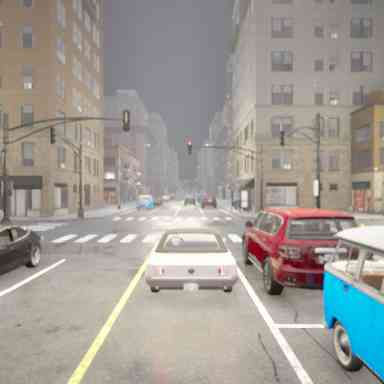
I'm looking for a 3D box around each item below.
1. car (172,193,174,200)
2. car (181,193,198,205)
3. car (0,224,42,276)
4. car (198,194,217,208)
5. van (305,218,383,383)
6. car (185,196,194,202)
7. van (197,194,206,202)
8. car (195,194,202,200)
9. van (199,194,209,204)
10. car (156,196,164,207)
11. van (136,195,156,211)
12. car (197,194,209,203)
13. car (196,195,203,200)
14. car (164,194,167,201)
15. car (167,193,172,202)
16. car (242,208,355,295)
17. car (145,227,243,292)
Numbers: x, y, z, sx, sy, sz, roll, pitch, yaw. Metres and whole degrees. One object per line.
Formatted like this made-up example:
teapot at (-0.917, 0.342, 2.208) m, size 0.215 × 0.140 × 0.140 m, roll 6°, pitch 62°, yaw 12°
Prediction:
car at (-6.026, 1.468, 78.342) m, size 2.008 × 1.369 × 4.403 m, roll 0°, pitch 0°, yaw 0°
car at (-0.353, 1.433, 56.791) m, size 2.128 × 1.511 × 4.902 m, roll 0°, pitch 0°, yaw 0°
car at (-5.445, 1.558, 8.537) m, size 1.947 × 1.339 × 4.313 m, roll 0°, pitch 0°, yaw 0°
car at (2.342, 1.268, 45.973) m, size 2.192 × 1.841 × 5.009 m, roll 0°, pitch 0°, yaw 0°
van at (2.624, 1.338, 3.091) m, size 1.690 × 1.788 × 3.998 m, roll 0°, pitch 0°, yaw 0°
car at (-0.606, 1.515, 75.776) m, size 1.895 × 1.301 × 4.718 m, roll 0°, pitch 0°, yaw 0°
van at (2.096, 1.264, 73.003) m, size 1.690 × 1.788 × 3.998 m, roll 0°, pitch 0°, yaw 0°
car at (1.899, 1.339, 94.627) m, size 1.967 × 1.590 × 4.097 m, roll 0°, pitch 0°, yaw 0°
van at (2.194, 1.277, 62.191) m, size 1.690 × 1.788 × 3.998 m, roll 0°, pitch 0°, yaw 0°
car at (-5.812, 1.513, 51.311) m, size 1.947 × 1.339 × 4.313 m, roll 0°, pitch 0°, yaw 0°
van at (-5.727, 1.300, 40.499) m, size 1.690 × 1.788 × 3.998 m, roll 0°, pitch 0°, yaw 0°
car at (2.145, 1.245, 67.597) m, size 2.192 × 1.841 × 5.009 m, roll 0°, pitch 0°, yaw 0°
car at (1.947, 1.430, 89.391) m, size 1.752 × 1.417 × 4.829 m, roll 0°, pitch 0°, yaw 0°
car at (-5.855, 1.486, 56.717) m, size 1.887 × 1.381 × 4.507 m, roll 0°, pitch 0°, yaw 0°
car at (-5.981, 1.449, 72.767) m, size 1.752 × 1.417 × 4.829 m, roll 0°, pitch 0°, yaw 0°
car at (2.579, 1.307, 8.602) m, size 2.192 × 1.841 × 5.009 m, roll 0°, pitch 0°, yaw 0°
car at (-0.011, 1.593, 8.824) m, size 1.895 × 1.301 × 4.718 m, roll 0°, pitch 0°, yaw 0°
